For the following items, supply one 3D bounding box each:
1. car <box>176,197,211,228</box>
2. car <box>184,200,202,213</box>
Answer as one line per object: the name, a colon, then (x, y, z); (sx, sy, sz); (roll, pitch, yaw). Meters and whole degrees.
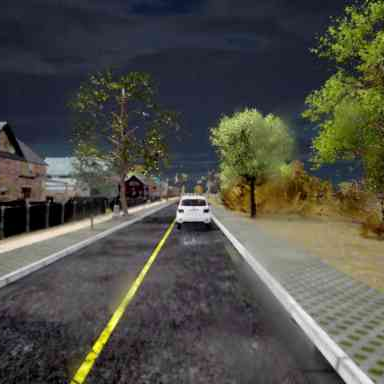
car: (0.101, 1.332, 22.983); (2.150, 2.045, 5.566); (0, 0, 0)
car: (0.101, 1.748, 41.681); (2.033, 1.411, 5.357); (0, 0, 0)
